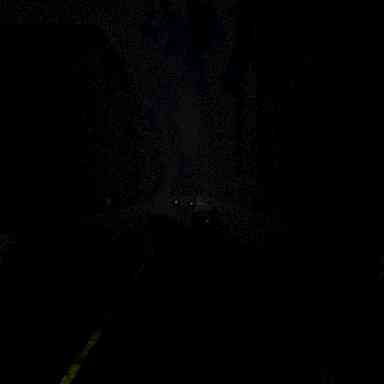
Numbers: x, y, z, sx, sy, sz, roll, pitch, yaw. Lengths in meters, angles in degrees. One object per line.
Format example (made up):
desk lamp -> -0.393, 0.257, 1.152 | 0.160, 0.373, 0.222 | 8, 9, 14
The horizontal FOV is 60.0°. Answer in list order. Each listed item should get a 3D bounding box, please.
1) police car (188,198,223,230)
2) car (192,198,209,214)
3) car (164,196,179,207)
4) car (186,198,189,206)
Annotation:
police car -> 0.887, 1.462, 21.332 | 1.930, 1.638, 5.238 | 0, 0, 0
car -> 0.878, 1.518, 37.411 | 1.801, 1.575, 5.366 | 0, 0, 0
car -> -3.099, 1.437, 51.700 | 2.097, 1.767, 4.553 | 0, 0, 0
car -> -0.035, 1.659, 57.595 | 1.994, 1.385, 4.181 | 0, 0, 0
